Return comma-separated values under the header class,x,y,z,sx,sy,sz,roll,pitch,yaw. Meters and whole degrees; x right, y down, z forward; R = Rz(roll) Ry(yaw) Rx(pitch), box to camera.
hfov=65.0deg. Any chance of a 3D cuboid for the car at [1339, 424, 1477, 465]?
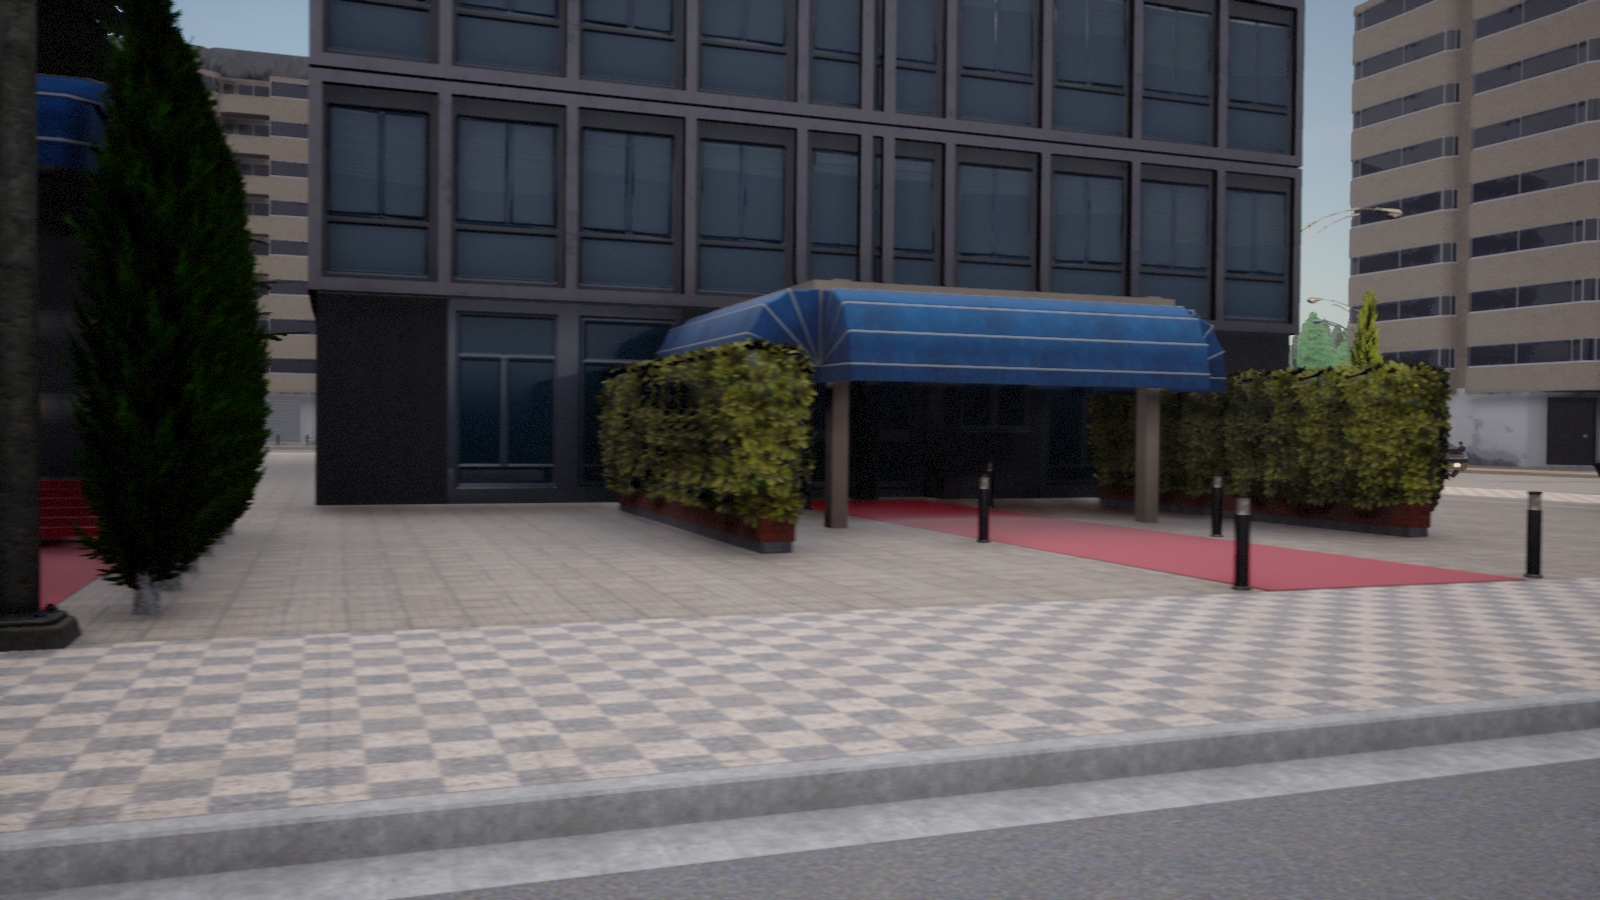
class,x,y,z,sx,sy,sz,roll,pitch,yaw
car,23.426,-0.241,48.578,1.837,1.490,4.892,-1,1,-20
